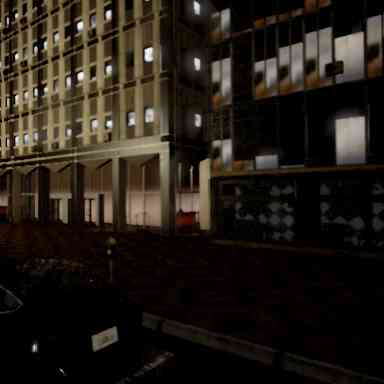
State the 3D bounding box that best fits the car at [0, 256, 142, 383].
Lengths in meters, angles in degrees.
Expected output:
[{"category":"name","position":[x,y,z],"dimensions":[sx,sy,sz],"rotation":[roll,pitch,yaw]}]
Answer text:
[{"category":"car","position":[-2.613,1.609,4.742],"dimensions":[4.313,1.339,1.947],"rotation":[-1,-1,36]}]
